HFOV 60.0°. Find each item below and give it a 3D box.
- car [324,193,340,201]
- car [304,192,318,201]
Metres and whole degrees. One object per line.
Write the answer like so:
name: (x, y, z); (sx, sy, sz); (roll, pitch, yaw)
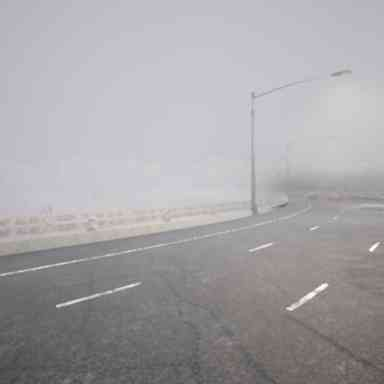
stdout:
car: (25.223, 0.884, 59.877); (1.994, 1.385, 4.181); (0, 0, 10)
car: (21.971, 0.840, 61.439); (1.837, 1.490, 4.892); (0, 1, 10)
